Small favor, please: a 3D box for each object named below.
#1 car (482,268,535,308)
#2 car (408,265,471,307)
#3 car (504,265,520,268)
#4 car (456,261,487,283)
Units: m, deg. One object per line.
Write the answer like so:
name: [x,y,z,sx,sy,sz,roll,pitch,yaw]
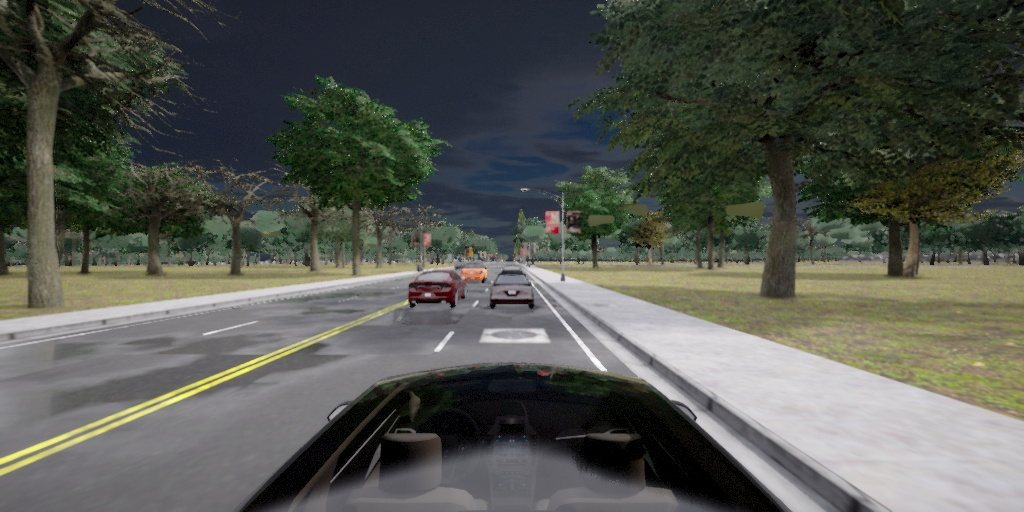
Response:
car: [0.002,1.427,15.837,2.033,1.411,5.357,0,-1,0]
car: [-3.245,1.363,16.325,1.882,1.535,5.008,0,0,0]
car: [0.008,1.507,31.327,1.882,1.535,5.008,0,0,0]
car: [-3.245,1.375,30.927,2.097,1.767,4.553,0,-1,0]
